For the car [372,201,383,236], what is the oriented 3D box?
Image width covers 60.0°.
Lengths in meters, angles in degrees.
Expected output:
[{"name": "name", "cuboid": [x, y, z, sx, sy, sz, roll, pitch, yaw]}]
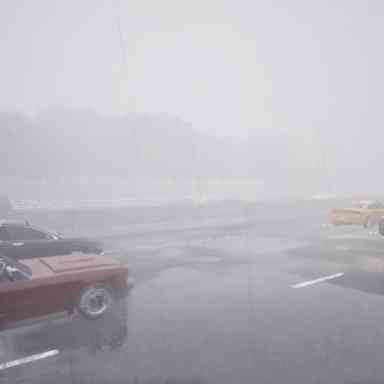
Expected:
[{"name": "car", "cuboid": [10.832, 1.147, 15.720, 4.553, 1.767, 2.097, -1, 1, -35]}]

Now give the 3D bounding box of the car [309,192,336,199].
[{"name": "car", "cuboid": [18.570, 0.744, 47.054, 4.674, 1.442, 1.812, -1, 1, -35]}]

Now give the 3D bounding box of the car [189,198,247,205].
[{"name": "car", "cuboid": [2.554, 1.273, 27.251, 5.008, 1.535, 1.882, -1, 1, -35]}]

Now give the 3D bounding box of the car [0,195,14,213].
[{"name": "car", "cuboid": [-15.465, 1.217, 23.053, 5.566, 2.045, 2.150, 0, 0, -35]}]

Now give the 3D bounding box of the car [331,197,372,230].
[{"name": "car", "cuboid": [10.241, 1.240, 19.589, 5.008, 1.535, 1.882, -1, 1, -35]}]

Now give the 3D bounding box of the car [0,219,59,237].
[{"name": "car", "cuboid": [-4.837, 1.498, 8.891, 4.892, 1.490, 1.837, 0, 0, -35]}]

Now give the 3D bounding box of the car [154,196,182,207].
[{"name": "car", "cuboid": [-1.903, 1.252, 36.955, 4.902, 1.511, 2.128, -1, 1, -35]}]

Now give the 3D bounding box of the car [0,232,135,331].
[{"name": "car", "cuboid": [-3.419, 1.599, 5.606, 4.718, 1.301, 1.895, 0, 0, -35]}]

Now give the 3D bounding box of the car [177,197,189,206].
[{"name": "car", "cuboid": [1.384, 1.378, 30.705, 4.718, 1.301, 1.895, -1, 1, -35]}]
